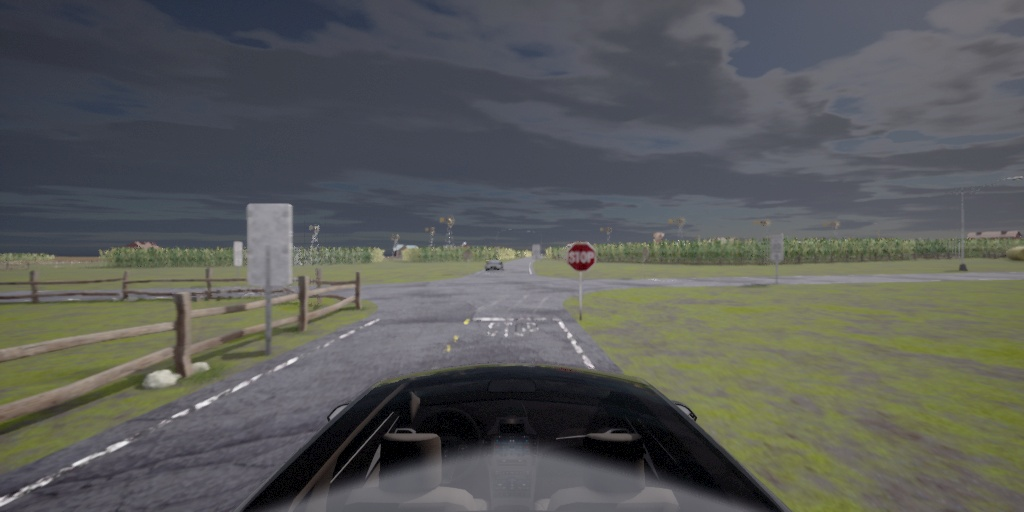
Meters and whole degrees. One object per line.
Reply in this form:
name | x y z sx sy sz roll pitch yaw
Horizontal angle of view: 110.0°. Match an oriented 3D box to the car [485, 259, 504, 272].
car | -2.001 1.087 41.641 1.994 1.385 4.181 0 1 2
